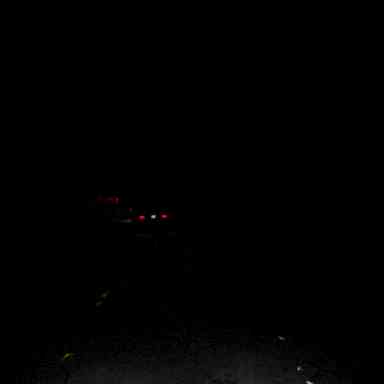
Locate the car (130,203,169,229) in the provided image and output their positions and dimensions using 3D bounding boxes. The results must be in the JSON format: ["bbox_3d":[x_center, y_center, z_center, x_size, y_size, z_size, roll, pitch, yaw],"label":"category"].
[{"bbox_3d":[-2.688,1.354,20.220,2.033,1.411,5.357,-1,1,-14],"label":"car"}]

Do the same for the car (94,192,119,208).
[{"bbox_3d":[-10.053,0.805,38.969,2.097,1.767,4.553,-2,2,-27],"label":"car"}]
